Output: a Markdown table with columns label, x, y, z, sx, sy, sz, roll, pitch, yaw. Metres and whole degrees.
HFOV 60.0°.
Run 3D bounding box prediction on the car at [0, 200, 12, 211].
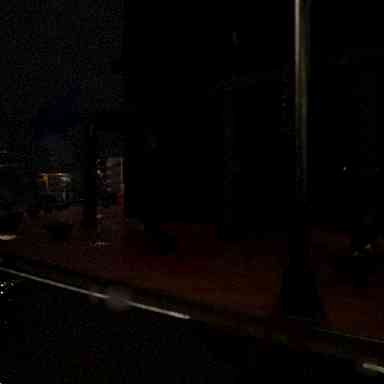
| label | x | y | z | sx | sy | sz | roll | pitch | yaw |
| --- | --- | --- | --- | --- | --- | --- | --- | --- | --- |
| car | -27.057 | 1.855 | 46.807 | 2.033 | 1.411 | 5.357 | 0 | 0 | -12 |

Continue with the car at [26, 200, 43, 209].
| label | x | y | z | sx | sy | sz | roll | pitch | yaw |
| --- | --- | --- | --- | --- | --- | --- | --- | --- | --- |
| car | -24.733 | 1.978 | 52.289 | 1.812 | 1.442 | 4.674 | 0 | -1 | -16 |
